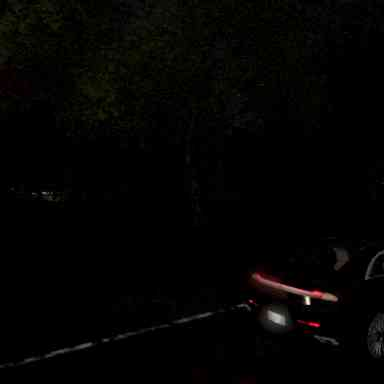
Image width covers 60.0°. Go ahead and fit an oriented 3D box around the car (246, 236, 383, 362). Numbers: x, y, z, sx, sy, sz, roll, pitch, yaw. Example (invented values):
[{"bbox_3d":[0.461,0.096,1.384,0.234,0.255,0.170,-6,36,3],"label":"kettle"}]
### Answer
[{"bbox_3d":[3.163,1.562,6.036,4.902,1.511,2.128,1,0,-35],"label":"car"}]
